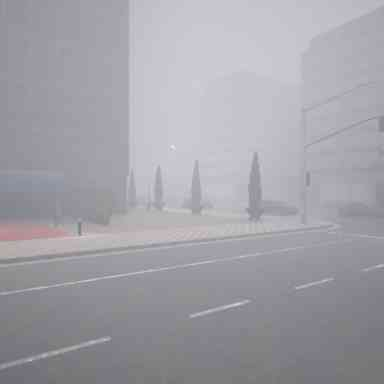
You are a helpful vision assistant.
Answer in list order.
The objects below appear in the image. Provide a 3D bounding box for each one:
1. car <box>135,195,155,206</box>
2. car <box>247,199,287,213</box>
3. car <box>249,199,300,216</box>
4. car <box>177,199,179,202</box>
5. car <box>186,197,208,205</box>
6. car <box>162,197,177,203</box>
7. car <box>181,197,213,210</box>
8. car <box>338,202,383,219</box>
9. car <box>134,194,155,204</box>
[{"bbox_3d":[-7.889,1.601,55.414,1.895,1.301,4.718,0,0,-35],"label":"car"},{"bbox_3d":[8.469,1.562,38.041,1.994,1.385,4.181,0,0,-35],"label":"car"},{"bbox_3d":[8.154,1.505,32.384,1.837,1.490,4.892,0,0,-35],"label":"car"},{"bbox_3d":[0.115,1.564,50.014,1.994,1.385,4.181,0,0,-35],"label":"car"},{"bbox_3d":[0.921,1.564,61.417,1.994,1.385,4.181,0,0,-34],"label":"car"},{"bbox_3d":[-4.736,1.600,69.582,1.895,1.301,4.718,0,0,-34],"label":"car"},{"bbox_3d":[0.763,1.351,42.970,2.097,1.767,4.553,0,0,-35],"label":"car"},{"bbox_3d":[14.918,1.564,28.805,1.994,1.385,4.181,0,0,-35],"label":"car"},{"bbox_3d":[-9.000,1.350,63.222,2.097,1.767,4.553,0,0,-35],"label":"car"}]
